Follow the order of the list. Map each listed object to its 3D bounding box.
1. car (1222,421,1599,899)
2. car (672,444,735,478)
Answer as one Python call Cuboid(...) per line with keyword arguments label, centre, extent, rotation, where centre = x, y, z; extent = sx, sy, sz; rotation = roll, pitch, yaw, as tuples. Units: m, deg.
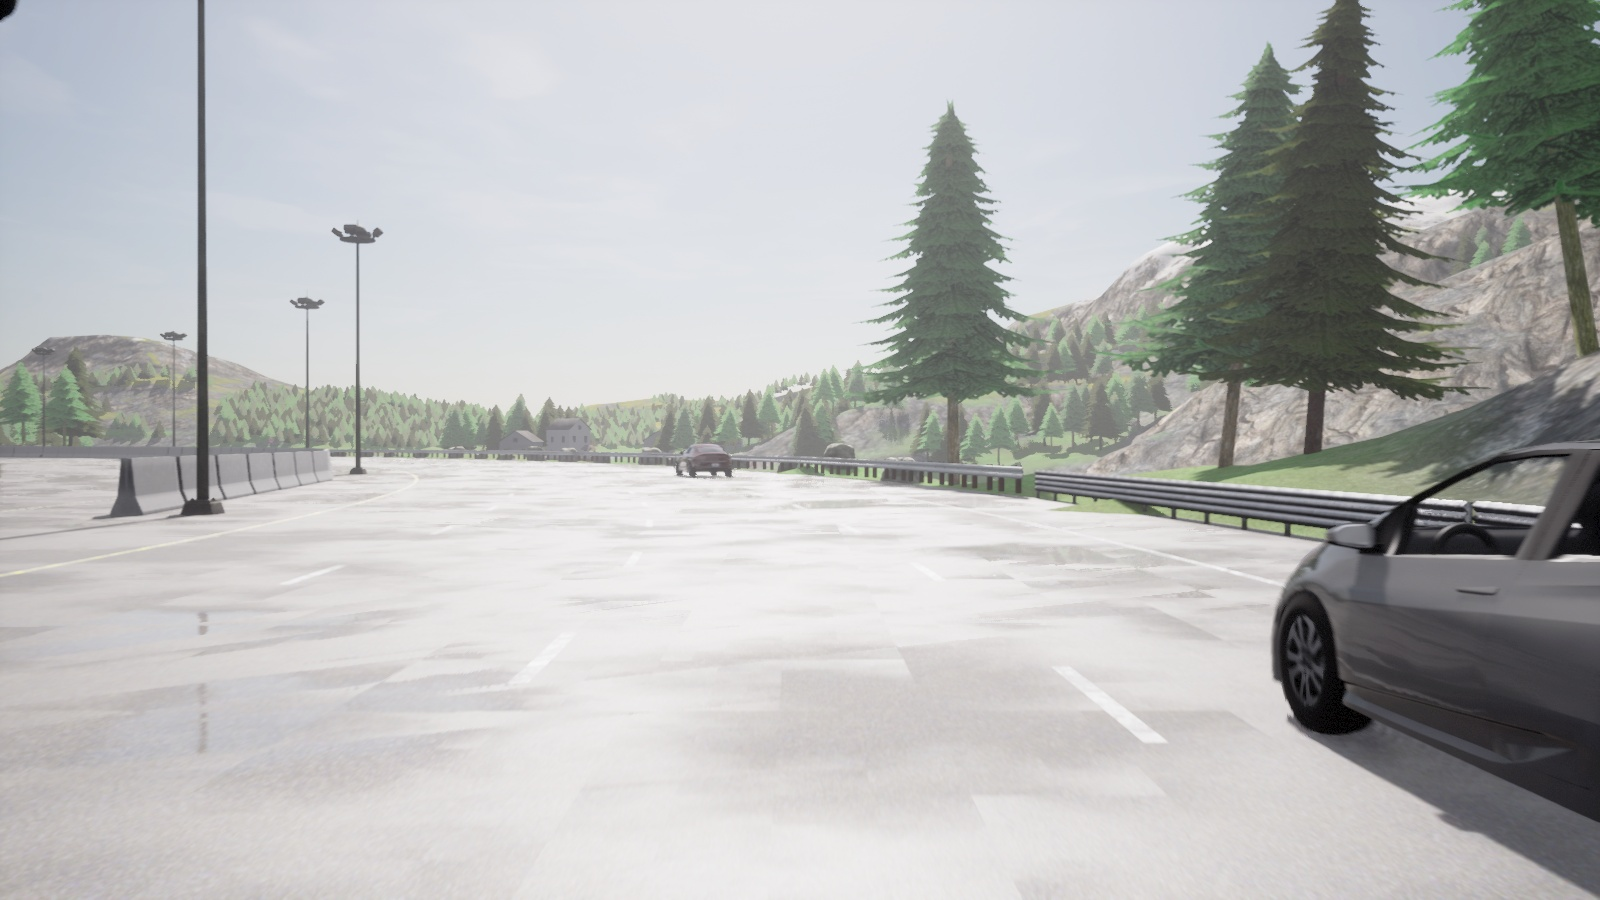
Cuboid(label="car", centre=(3.518, 0.667, 5.174), extent=(2.007, 1.525, 4.514), rotation=(0, 0, 0))
Cuboid(label="car", centre=(-4.364, 0.452, 56.139), extent=(1.812, 1.442, 4.674), rotation=(0, 0, -17))
